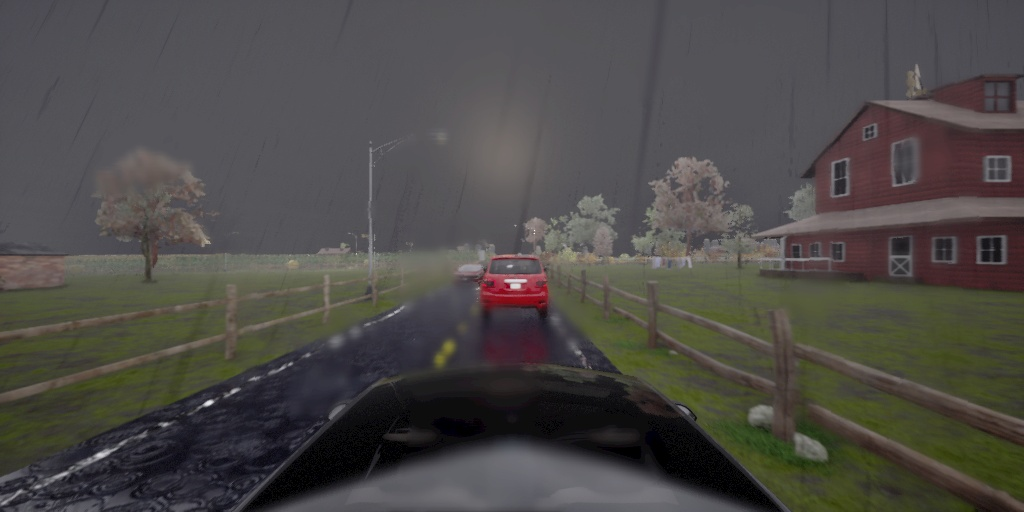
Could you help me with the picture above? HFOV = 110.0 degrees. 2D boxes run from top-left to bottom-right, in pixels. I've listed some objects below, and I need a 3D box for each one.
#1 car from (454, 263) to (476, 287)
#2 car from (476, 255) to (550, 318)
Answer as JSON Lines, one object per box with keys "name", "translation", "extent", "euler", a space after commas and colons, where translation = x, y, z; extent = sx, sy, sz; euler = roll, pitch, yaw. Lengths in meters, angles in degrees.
{"name": "car", "translation": [-2.842, 1.259, 25.102], "extent": [1.882, 1.535, 5.008], "euler": [0, 0, 0]}
{"name": "car", "translation": [0.106, 0.983, 13.210], "extent": [2.150, 2.045, 5.566], "euler": [0, 0, 0]}
